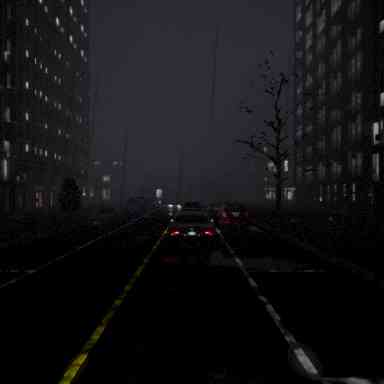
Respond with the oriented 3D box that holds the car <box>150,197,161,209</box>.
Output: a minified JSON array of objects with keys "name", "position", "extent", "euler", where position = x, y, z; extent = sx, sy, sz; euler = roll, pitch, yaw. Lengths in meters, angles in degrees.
[{"name":"car","position":[-5.685,1.436,45.172],"extent":[1.967,1.590,4.097],"euler":[0,0,0]}]

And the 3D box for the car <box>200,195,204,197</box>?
[{"name":"car","position":[2.694,1.545,56.539],"extent":[2.008,1.369,4.403],"euler":[0,0,0]}]

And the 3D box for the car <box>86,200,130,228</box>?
[{"name":"car","position":[-5.686,1.524,22.233],"extent":[1.752,1.417,4.829],"euler":[0,0,0]}]

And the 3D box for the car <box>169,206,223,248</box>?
[{"name":"car","position":[0.000,1.563,14.650],"extent":[2.033,1.411,5.357],"euler":[0,0,0]}]

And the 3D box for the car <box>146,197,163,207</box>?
[{"name":"car","position":[-5.686,1.546,50.864],"extent":[2.008,1.369,4.403],"euler":[0,0,0]}]

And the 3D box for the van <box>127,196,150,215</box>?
[{"name":"van","position":[-5.685,1.339,33.788],"extent":[1.690,1.788,3.998],"euler":[0,0,0]}]

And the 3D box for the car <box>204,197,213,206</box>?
[{"name":"car","position":[2.694,1.548,39.463],"extent":[2.008,1.369,4.403],"euler":[0,0,0]}]

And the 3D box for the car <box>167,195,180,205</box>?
[{"name":"car","position":[-3.000,1.555,60.651],"extent":[1.812,1.442,4.674],"euler":[0,0,0]}]

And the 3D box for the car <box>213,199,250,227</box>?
[{"name":"car","position":[2.695,1.439,22.388],"extent":[1.967,1.590,4.097],"euler":[0,0,0]}]

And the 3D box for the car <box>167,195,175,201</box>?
[{"name":"car","position":[-5.686,1.573,88.943],"extent":[1.802,1.307,4.206],"euler":[0,0,0]}]

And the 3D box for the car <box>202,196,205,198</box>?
[{"name":"car","position":[2.694,1.541,45.155],"extent":[1.887,1.381,4.507],"euler":[0,0,0]}]

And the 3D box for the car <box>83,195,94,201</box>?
[{"name":"car","position":[-25.451,1.434,77.331],"extent":[4.829,1.417,1.752],"euler":[0,-1,1]}]

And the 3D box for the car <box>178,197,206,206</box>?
[{"name":"car","position":[0.000,1.516,29.650],"extent":[1.837,1.490,4.892],"euler":[0,0,0]}]
